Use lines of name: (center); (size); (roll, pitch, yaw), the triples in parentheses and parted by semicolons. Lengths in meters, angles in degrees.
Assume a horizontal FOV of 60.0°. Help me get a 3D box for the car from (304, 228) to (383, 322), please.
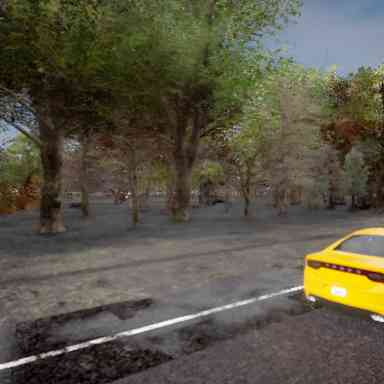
car: (4.427, 1.486, 6.901); (5.008, 1.535, 1.882); (0, 0, -35)
